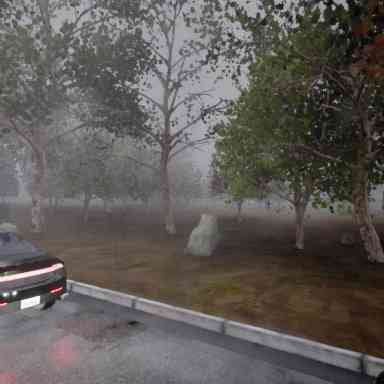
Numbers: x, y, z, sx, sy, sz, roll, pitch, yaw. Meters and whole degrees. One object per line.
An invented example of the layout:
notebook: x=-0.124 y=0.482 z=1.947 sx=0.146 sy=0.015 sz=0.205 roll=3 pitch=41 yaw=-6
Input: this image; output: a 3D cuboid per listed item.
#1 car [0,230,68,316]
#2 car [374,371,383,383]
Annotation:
car: x=-4.480 y=1.502 z=6.575 sx=4.902 sy=1.511 sz=2.128 roll=0 pitch=0 yaw=36
car: x=3.251 y=1.490 z=1.059 sx=4.902 sy=1.511 sz=2.128 roll=0 pitch=0 yaw=36
